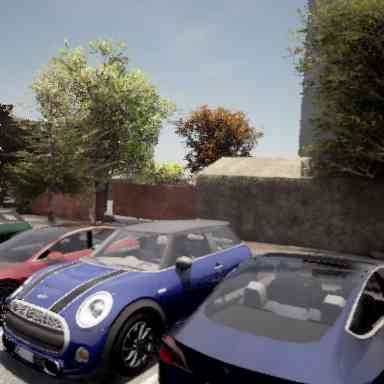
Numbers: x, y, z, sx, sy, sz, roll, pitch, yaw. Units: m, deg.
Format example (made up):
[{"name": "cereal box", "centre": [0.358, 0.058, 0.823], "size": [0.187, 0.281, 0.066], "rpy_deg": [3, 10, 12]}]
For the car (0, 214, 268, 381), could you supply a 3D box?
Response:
[{"name": "car", "centre": [-0.672, 1.344, 5.801], "size": [2.185, 1.767, 4.553], "rpy_deg": [0, 0, 36]}]

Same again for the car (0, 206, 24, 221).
[{"name": "car", "centre": [-7.597, 1.320, 10.741], "size": [2.185, 1.767, 4.553], "rpy_deg": [0, 0, 36]}]
